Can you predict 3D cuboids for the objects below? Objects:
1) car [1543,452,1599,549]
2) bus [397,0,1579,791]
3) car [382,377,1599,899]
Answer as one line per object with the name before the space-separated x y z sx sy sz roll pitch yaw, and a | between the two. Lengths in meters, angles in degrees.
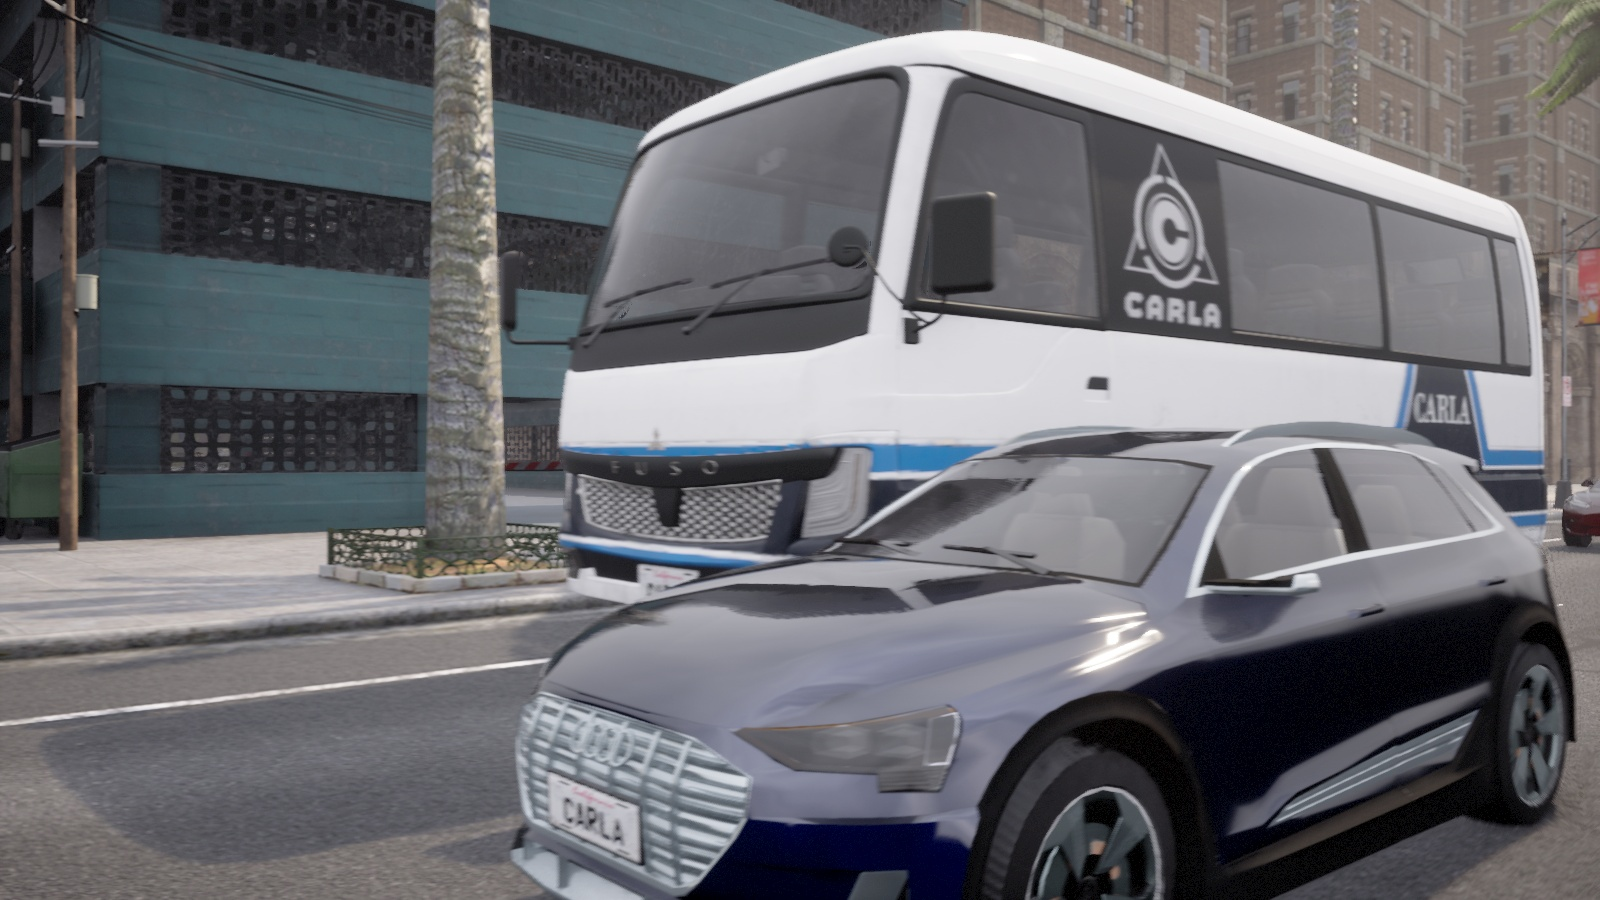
car | 14.268 0.775 20.599 4.792 1.488 2.163 0 0 -41
bus | 2.433 -0.603 10.426 10.273 4.253 3.944 0 0 -41
car | 1.187 0.688 4.771 4.856 1.649 2.033 0 0 -40
